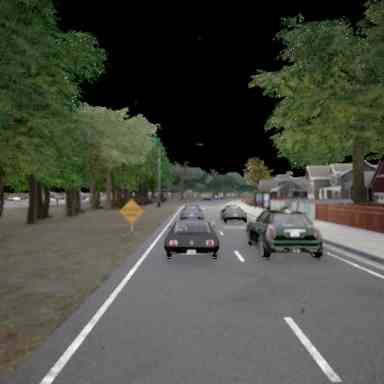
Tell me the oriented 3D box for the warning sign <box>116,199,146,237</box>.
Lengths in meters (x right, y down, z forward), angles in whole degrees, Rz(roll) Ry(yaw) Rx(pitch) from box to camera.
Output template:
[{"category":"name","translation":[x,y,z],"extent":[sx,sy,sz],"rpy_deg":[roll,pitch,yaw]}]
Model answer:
[{"category":"warning sign","translation":[-3.059,1.273,16.873],"extent":[1.300,1.860,1.060],"rpy_deg":[0,0,0]}]

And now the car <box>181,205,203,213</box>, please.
[{"category":"car","translation":[-0.006,1.808,28.473],"extent":[1.994,1.385,4.181],"rpy_deg":[0,0,0]}]

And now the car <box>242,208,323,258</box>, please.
[{"category":"car","translation":[3.506,1.478,13.412],"extent":[2.097,1.767,4.553],"rpy_deg":[0,-1,0]}]

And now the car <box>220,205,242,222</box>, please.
[{"category":"car","translation":[3.492,1.808,28.519],"extent":[1.994,1.385,4.181],"rpy_deg":[0,0,1]}]

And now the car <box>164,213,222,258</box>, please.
[{"category":"car","translation":[0.003,1.727,13.235],"extent":[1.895,1.301,4.718],"rpy_deg":[0,0,0]}]
